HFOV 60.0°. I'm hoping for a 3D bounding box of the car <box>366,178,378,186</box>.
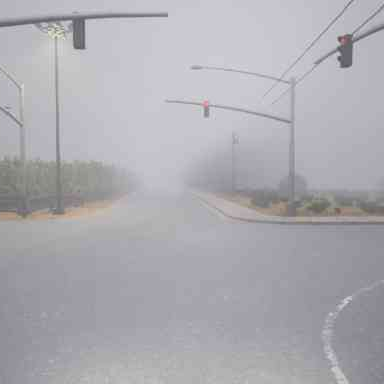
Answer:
[{"bbox_3d":[42.114,-2.271,77.576,1.905,1.878,3.866,10,10,41],"label":"car"}]
